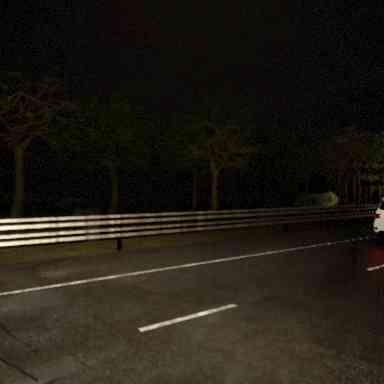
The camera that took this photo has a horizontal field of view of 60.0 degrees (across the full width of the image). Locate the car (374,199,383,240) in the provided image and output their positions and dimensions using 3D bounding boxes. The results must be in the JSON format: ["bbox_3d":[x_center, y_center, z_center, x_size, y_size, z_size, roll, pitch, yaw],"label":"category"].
[{"bbox_3d":[10.854,1.249,15.784,5.566,2.045,2.150,0,0,-35],"label":"car"}]
